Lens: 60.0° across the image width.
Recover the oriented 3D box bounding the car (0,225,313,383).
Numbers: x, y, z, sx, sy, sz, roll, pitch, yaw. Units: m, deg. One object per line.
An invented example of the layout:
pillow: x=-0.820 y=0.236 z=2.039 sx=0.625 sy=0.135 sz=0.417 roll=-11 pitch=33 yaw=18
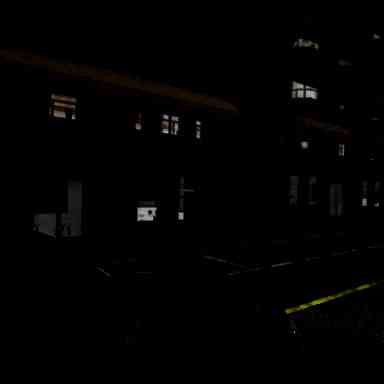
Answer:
car: x=-1.605 y=1.217 z=2.135 sx=5.566 sy=2.045 sz=2.150 roll=0 pitch=0 yaw=-35
